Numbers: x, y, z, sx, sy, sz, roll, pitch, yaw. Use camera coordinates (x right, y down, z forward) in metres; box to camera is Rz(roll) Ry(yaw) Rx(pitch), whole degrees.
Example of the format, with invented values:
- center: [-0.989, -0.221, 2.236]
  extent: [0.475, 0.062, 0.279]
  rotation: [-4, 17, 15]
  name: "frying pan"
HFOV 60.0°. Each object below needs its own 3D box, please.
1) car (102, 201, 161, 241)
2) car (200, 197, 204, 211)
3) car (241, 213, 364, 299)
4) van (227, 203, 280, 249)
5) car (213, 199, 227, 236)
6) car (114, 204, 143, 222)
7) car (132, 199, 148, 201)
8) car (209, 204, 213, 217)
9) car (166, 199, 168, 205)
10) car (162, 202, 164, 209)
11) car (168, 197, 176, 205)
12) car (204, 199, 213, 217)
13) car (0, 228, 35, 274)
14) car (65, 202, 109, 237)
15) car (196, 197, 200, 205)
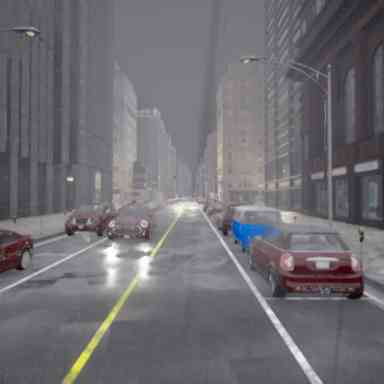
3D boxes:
- center: [-3.102, 1.559, 18.052]
  extent: [2.097, 1.767, 4.553]
  rotation: [0, -1, 0]
  name: "car"
- center: [2.673, 1.872, 48.127]
  extent: [2.192, 1.841, 5.009]
  rotation: [1, -1, 0]
  name: "car"
- center: [2.676, 1.541, 8.758]
  extent: [1.967, 1.590, 4.097]
  rotation: [1, -1, 0]
  name: "car"
- center: [2.676, 1.506, 14.383]
  extent: [1.690, 1.788, 3.998]
  rotation: [1, -1, 0]
  name: "van"
- center: [2.676, 1.545, 20.007]
  extent: [2.192, 1.841, 5.009]
  rotation: [1, -1, 0]
  name: "car"
- center: [-5.853, 1.905, 31.259]
  extent: [1.887, 1.381, 4.507]
  rotation: [1, -1, 0]
  name: "car"
- center: [-5.852, 1.741, 36.887]
  extent: [2.192, 1.841, 5.009]
  rotation: [1, -1, 0]
  name: "car"
- center: [2.673, 1.845, 25.628]
  extent: [2.008, 1.369, 4.403]
  rotation: [1, -1, 0]
  name: "car"
- center: [-5.856, 2.213, 59.211]
  extent: [1.752, 1.417, 4.829]
  rotation: [1, -1, 0]
  name: "car"
- center: [-5.856, 2.168, 53.757]
  extent: [1.887, 1.381, 4.507]
  rotation: [1, -1, 0]
  name: "car"
- center: [-5.859, 2.551, 86.399]
  extent: [1.887, 1.381, 4.507]
  rotation: [1, -1, 0]
  name: "car"
- center: [2.673, 1.866, 36.877]
  extent: [1.967, 1.590, 4.097]
  rotation: [1, -1, 0]
  name: "car"
- center: [-5.851, 1.646, 8.763]
  extent: [1.887, 1.381, 4.507]
  rotation: [1, -1, 0]
  name: "car"
- center: [-5.850, 1.545, 20.014]
  extent: [2.192, 1.841, 5.009]
  rotation: [1, -1, 0]
  name: "car"
- center: [2.667, 2.588, 86.390]
  extent: [1.802, 1.307, 4.206]
  rotation: [1, -1, 0]
  name: "car"
